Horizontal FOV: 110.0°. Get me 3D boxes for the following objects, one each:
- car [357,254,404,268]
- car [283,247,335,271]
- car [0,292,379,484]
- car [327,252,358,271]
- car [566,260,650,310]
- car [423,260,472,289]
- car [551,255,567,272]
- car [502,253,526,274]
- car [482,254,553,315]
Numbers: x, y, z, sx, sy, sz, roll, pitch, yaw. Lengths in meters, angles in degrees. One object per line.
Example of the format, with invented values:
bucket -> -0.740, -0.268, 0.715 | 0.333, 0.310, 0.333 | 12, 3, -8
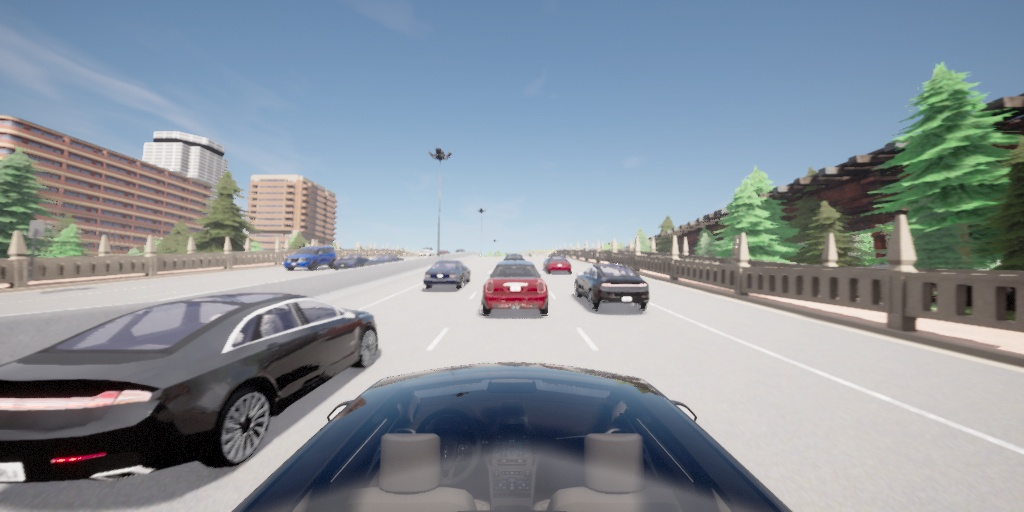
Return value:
car -> -10.528, 0.587, 29.886 | 2.033, 1.411, 5.357 | 0, 2, 0
car -> -17.520, 0.199, 31.550 | 2.150, 2.045, 5.566 | 0, 2, 0
car -> -3.445, 1.237, 4.863 | 2.128, 1.511, 4.902 | 0, 0, 1
car -> -14.018, 0.544, 31.655 | 1.994, 1.385, 4.181 | 0, 2, 0
car -> 3.618, 1.057, 13.663 | 2.128, 1.511, 4.902 | 0, 2, 0
car -> -3.406, 0.919, 19.583 | 2.033, 1.411, 5.357 | 0, 2, 1
car -> 3.663, 0.631, 29.473 | 1.994, 1.385, 4.181 | 0, 2, 0
car -> 0.164, 0.569, 29.444 | 1.837, 1.490, 4.892 | 0, 2, 0
car -> 0.113, 0.934, 12.979 | 2.097, 1.767, 4.553 | 0, 2, 0
